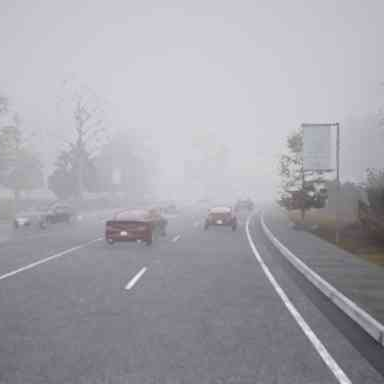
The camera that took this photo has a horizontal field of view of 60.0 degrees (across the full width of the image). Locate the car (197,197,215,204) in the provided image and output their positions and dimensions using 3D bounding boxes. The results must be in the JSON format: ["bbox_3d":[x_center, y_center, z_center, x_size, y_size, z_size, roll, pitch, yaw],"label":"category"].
[{"bbox_3d":[2.638,1.557,61.023,1.895,1.301,4.718,0,0,24],"label":"car"}]

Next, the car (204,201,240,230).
[{"bbox_3d":[1.894,1.520,21.009,1.812,1.442,4.674,0,0,9],"label":"car"}]

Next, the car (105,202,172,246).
[{"bbox_3d":[-2.401,1.459,15.378,1.882,1.535,5.008,0,0,6],"label":"car"}]

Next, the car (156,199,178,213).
[{"bbox_3d":[-2.843,1.468,34.016,1.837,1.490,4.892,0,0,14],"label":"car"}]

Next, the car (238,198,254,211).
[{"bbox_3d":[6.537,1.493,41.042,2.128,1.511,4.902,0,0,17],"label":"car"}]

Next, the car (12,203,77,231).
[{"bbox_3d":[-8.964,1.443,20.605,2.128,1.511,4.902,0,0,9],"label":"car"}]
